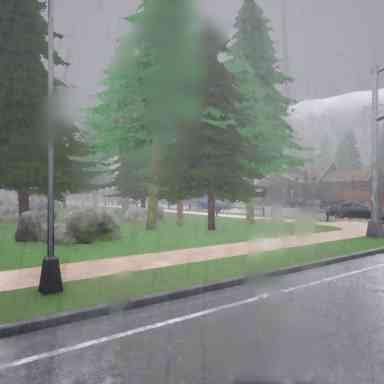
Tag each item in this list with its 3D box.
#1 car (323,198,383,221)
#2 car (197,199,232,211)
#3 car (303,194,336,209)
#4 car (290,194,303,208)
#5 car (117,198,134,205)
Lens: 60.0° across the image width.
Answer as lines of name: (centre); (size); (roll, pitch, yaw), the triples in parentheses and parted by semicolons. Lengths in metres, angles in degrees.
car: (13.114, 1.477, 25.615); (2.128, 1.511, 4.902); (0, 0, -37)
car: (2.629, 1.463, 39.558); (1.882, 1.535, 5.008); (0, 0, -37)
car: (16.682, 1.160, 42.408); (4.605, 1.855, 1.932); (0, 0, -37)
car: (14.856, 1.161, 44.179); (3.866, 1.878, 1.905); (0, 0, -37)
car: (-10.990, 1.551, 56.895); (1.994, 1.385, 4.181); (0, 0, -43)
